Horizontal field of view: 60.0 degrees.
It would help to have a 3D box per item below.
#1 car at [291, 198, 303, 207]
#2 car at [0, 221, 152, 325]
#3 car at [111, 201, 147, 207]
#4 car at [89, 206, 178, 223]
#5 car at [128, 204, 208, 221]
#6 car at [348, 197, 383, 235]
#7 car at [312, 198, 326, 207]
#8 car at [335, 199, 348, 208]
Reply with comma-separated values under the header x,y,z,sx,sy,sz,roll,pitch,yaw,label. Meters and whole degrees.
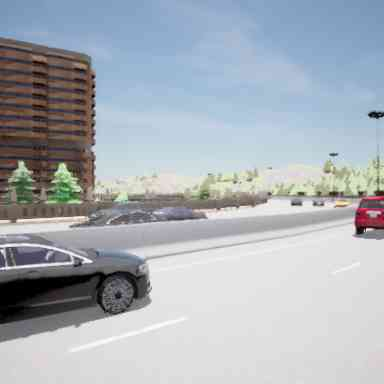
x,y,z,sx,sy,sz,roll,pitch,yaw,label
18.129,1.739,57.300,1.882,1.535,5.008,0,0,21,car
-3.087,1.531,6.022,4.902,1.511,2.128,0,0,-36,car
-4.751,1.484,23.071,4.553,1.767,2.097,0,0,-43,car
-3.257,1.592,15.067,4.892,1.490,1.837,0,0,-40,car
-1.290,1.663,21.413,5.357,1.411,2.033,0,0,-44,car
10.932,1.297,18.684,2.150,2.045,5.566,0,0,43,car
21.504,1.740,56.346,2.128,1.511,4.902,0,0,21,car
21.342,1.677,46.957,1.882,1.535,5.008,0,0,25,car
